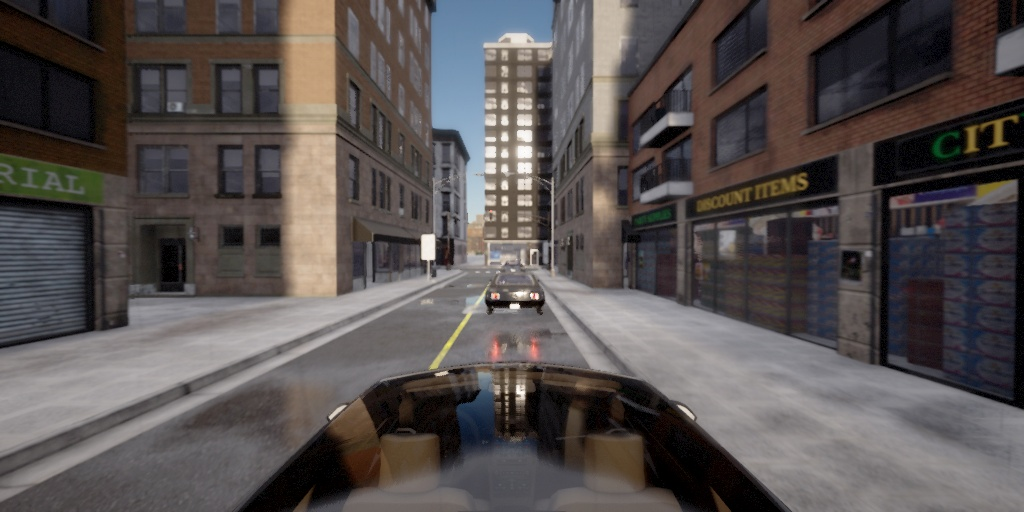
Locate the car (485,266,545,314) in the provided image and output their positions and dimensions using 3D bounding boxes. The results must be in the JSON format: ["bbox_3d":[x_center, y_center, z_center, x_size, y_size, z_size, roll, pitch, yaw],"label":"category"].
[{"bbox_3d":[0.094,1.228,13.136,1.895,1.301,4.718,0,1,0],"label":"car"}]

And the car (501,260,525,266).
[{"bbox_3d":[0.091,1.021,28.851,1.994,1.385,4.181,0,0,0],"label":"car"}]
